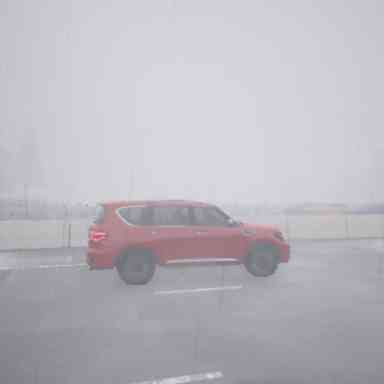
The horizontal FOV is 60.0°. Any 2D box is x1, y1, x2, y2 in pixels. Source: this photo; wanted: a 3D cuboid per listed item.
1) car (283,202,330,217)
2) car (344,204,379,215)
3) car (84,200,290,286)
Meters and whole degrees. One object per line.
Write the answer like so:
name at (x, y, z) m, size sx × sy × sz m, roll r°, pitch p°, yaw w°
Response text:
car at (11.704, 1.758, 34.165) m, size 4.181 × 1.385 × 1.994 m, roll 1°, pitch 0°, yaw -14°
car at (14.874, 1.679, 27.745) m, size 5.008 × 1.535 × 1.882 m, roll 1°, pitch 0°, yaw -14°
car at (-0.095, 1.242, 9.319) m, size 5.566 × 2.045 × 2.150 m, roll 0°, pitch 0°, yaw -14°
